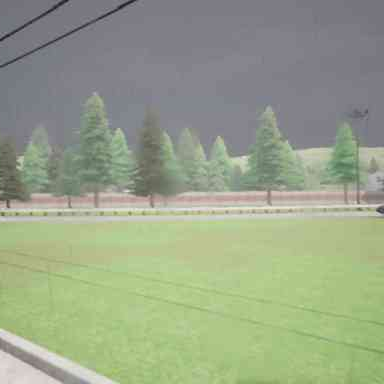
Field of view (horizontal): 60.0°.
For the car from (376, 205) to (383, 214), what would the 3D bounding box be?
[{"bbox_3d":[20.844,1.591,33.541,4.181,1.385,1.994,0,0,-13],"label":"car"}]
